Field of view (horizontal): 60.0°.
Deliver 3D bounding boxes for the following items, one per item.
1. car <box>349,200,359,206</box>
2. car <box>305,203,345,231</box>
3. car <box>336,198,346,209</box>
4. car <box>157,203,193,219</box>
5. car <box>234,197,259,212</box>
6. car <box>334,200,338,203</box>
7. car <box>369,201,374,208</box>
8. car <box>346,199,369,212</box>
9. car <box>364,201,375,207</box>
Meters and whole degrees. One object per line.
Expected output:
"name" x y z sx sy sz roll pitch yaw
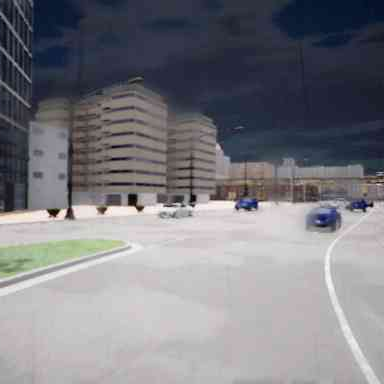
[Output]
"car" 41.452 2.857 85.044 1.837 1.490 4.892 0 -1 31
"car" 9.437 1.832 23.760 1.882 1.535 5.008 0 -1 30
"car" 28.284 2.198 62.783 2.150 2.045 5.566 0 -1 31
"car" -1.564 1.840 33.148 1.812 1.442 4.674 0 -1 31
"car" 8.295 1.825 49.760 2.150 2.045 5.566 0 -1 31
"car" 18.323 2.246 45.754 1.994 1.385 4.181 0 -1 31
"car" 39.826 2.793 75.422 1.994 1.385 4.181 0 -1 31
"car" 25.780 2.054 51.678 2.150 2.045 5.566 0 -1 31
"car" 44.396 2.913 83.146 2.033 1.411 5.357 0 -1 31
